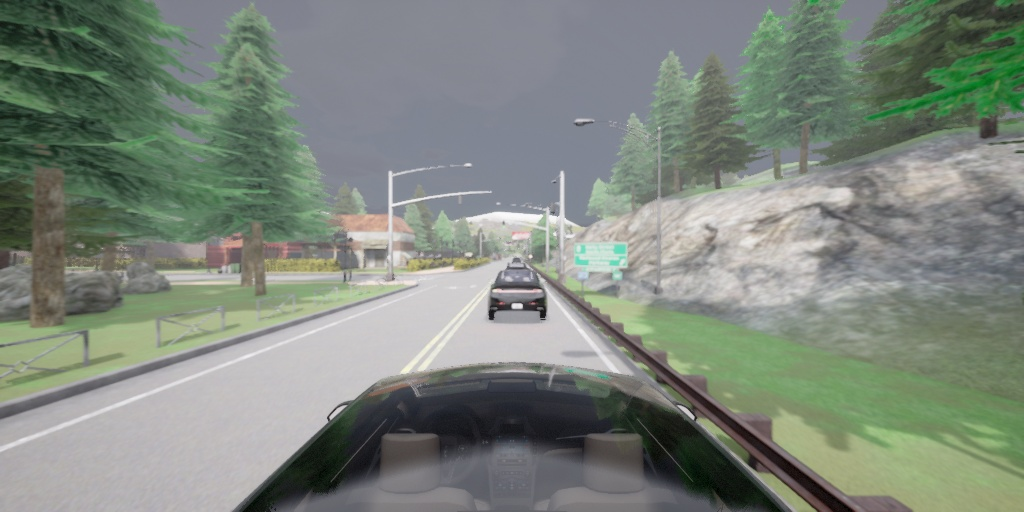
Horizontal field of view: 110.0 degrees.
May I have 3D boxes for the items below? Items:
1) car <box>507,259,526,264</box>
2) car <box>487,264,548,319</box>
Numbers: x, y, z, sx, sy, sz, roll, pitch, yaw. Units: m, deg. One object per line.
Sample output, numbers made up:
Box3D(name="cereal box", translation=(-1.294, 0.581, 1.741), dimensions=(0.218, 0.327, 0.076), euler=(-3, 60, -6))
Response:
Box3D(name="car", translation=(0.319, 1.185, 26.187), dimensions=(2.128, 1.511, 4.902), euler=(0, 0, 0))
Box3D(name="car", translation=(0.190, 1.217, 12.620), dimensions=(2.128, 1.511, 4.902), euler=(0, 0, 1))
